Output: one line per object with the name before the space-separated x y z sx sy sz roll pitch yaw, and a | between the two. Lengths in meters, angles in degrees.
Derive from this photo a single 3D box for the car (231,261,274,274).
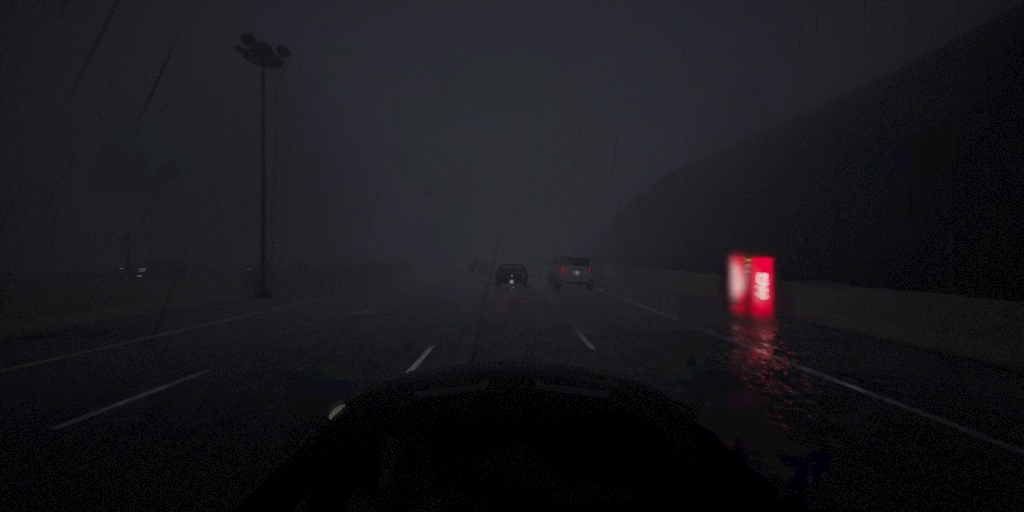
car | -24.603 1.198 34.583 1.812 1.442 4.674 0 0 0

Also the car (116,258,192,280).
car | -28.100 1.014 28.330 2.097 1.767 4.553 0 0 0

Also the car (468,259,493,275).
car | -3.428 1.214 38.110 1.882 1.535 5.008 0 0 0

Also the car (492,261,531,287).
car | -0.015 1.158 22.607 1.895 1.301 4.718 0 0 0

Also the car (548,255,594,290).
car | 3.600 0.981 22.550 2.150 2.045 5.566 0 0 0

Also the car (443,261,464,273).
car | -6.933 1.251 42.474 1.812 1.442 4.674 0 0 0

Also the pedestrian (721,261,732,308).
pedestrian | 8.184 1.068 13.735 0.375 1.860 0.375 0 0 0

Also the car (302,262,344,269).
car | -17.600 1.294 34.498 1.895 1.301 4.718 0 0 0

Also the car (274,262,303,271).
car | -21.102 1.246 35.694 1.994 1.385 4.181 0 0 0

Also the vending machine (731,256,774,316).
vending machine | 8.489 0.971 12.686 1.100 2.100 0.880 0 0 0
